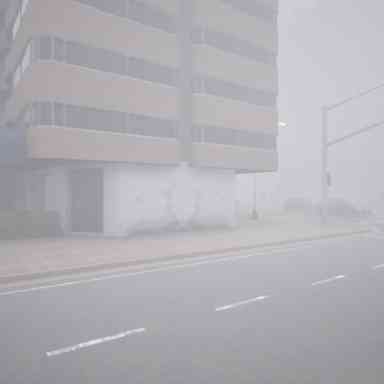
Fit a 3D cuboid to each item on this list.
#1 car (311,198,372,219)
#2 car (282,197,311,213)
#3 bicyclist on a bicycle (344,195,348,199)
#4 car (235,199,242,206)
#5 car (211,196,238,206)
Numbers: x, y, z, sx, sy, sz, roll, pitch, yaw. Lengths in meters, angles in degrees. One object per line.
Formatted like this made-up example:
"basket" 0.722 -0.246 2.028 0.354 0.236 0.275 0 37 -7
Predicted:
"car" 13.157 1.351 28.970 2.097 1.767 4.553 0 0 -32
"car" 12.210 1.353 36.573 2.097 1.767 4.553 0 0 -36
"bicyclist on a bicycle" 22.047 1.301 47.669 1.656 1.620 0.582 0 0 -36
"car" 5.445 1.547 52.182 2.033 1.411 5.357 0 0 -36
"car" 5.620 1.491 57.932 2.128 1.511 4.902 0 0 -35
